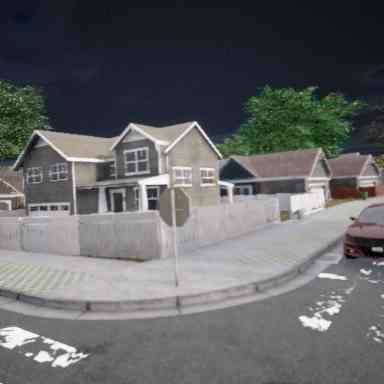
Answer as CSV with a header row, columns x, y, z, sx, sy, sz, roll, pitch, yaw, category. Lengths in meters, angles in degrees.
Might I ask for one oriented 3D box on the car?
x,y,z,sx,sy,sz,roll,pitch,yaw,category
6.212,1.091,10.418,1.882,1.535,5.008,-3,0,38,car
